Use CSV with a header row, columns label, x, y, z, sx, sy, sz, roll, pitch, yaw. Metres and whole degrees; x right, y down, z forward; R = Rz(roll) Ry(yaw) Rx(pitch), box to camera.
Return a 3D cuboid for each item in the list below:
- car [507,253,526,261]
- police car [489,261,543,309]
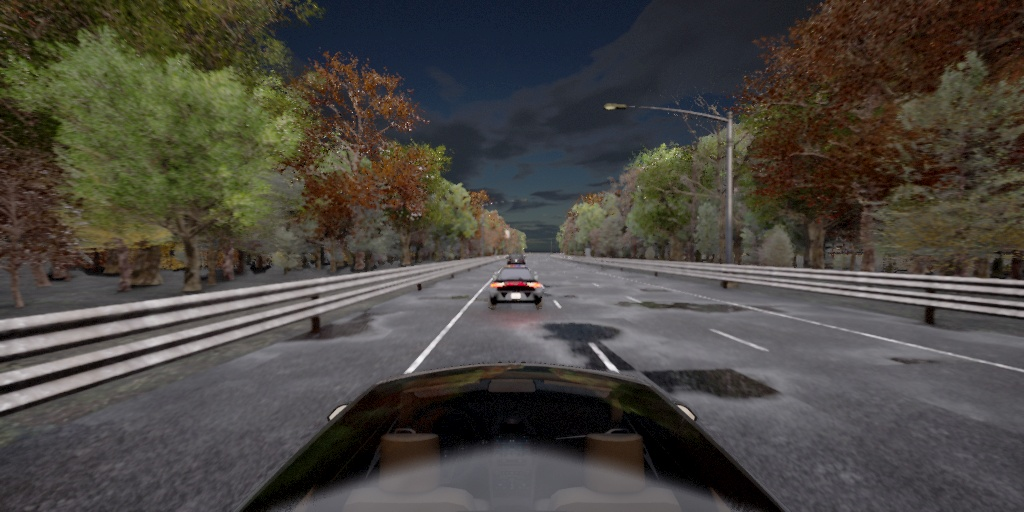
label,x,y,z,sx,sy,sz,roll,pitch,yaw
car,0.516,0.652,44.038,2.150,2.045,5.566,0,0,1
police car,0.146,1.158,14.629,2.038,1.542,4.974,0,0,0
